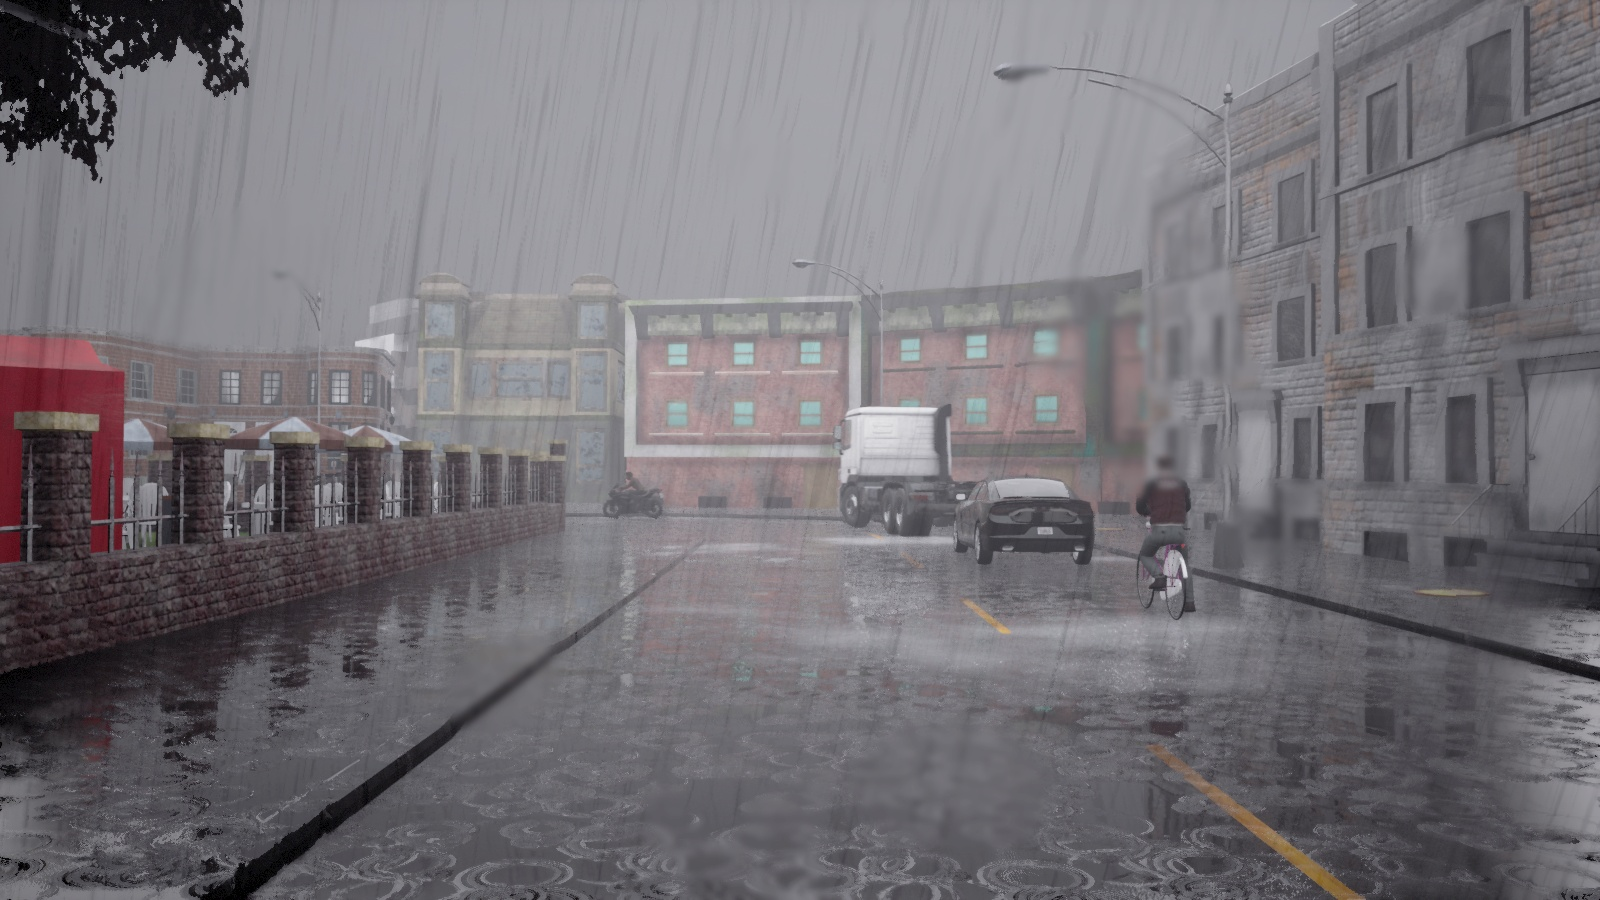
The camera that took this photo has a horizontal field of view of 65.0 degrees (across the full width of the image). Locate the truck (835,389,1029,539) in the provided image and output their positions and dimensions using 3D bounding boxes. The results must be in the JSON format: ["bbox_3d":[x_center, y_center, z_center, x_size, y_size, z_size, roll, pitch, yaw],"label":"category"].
[{"bbox_3d":[3.209,0.379,33.200,2.891,3.462,7.936,0,-1,-11],"label":"truck"}]

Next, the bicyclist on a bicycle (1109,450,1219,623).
[{"bbox_3d":[3.961,0.901,13.814,0.659,1.776,1.843,0,-1,0],"label":"bicyclist on a bicycle"}]

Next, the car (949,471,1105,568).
[{"bbox_3d":[3.937,1.156,22.649,1.882,1.535,5.008,0,-1,0],"label":"car"}]

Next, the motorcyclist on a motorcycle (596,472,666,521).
[{"bbox_3d":[-5.366,1.489,39.999,2.044,1.523,0.797,-1,0,11],"label":"motorcyclist on a motorcycle"}]

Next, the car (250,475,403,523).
[{"bbox_3d":[-15.118,1.563,40.252,4.193,1.474,1.816,0,-1,0],"label":"car"}]
